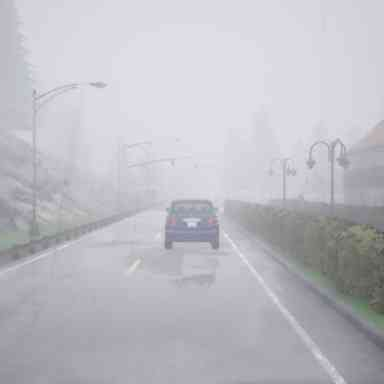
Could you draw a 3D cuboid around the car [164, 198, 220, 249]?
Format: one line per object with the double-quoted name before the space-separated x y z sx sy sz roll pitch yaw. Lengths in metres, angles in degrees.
"car" 0.000 1.257 14.680 2.150 2.045 5.566 0 0 0
